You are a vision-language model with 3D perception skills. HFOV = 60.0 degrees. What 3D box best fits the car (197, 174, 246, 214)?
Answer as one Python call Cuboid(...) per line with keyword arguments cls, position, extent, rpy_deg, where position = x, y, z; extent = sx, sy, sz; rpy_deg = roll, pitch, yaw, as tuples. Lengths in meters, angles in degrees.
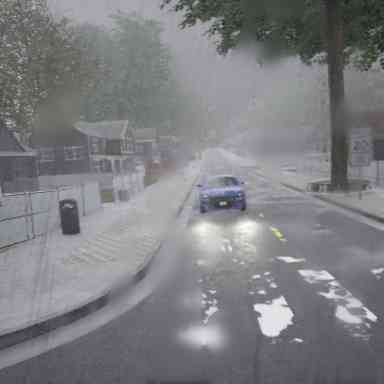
Cuboid(cls="car", position=(1.311, -0.085, 15.291), extent=(1.882, 1.535, 5.008), rpy_deg=(-3, 6, 3))
